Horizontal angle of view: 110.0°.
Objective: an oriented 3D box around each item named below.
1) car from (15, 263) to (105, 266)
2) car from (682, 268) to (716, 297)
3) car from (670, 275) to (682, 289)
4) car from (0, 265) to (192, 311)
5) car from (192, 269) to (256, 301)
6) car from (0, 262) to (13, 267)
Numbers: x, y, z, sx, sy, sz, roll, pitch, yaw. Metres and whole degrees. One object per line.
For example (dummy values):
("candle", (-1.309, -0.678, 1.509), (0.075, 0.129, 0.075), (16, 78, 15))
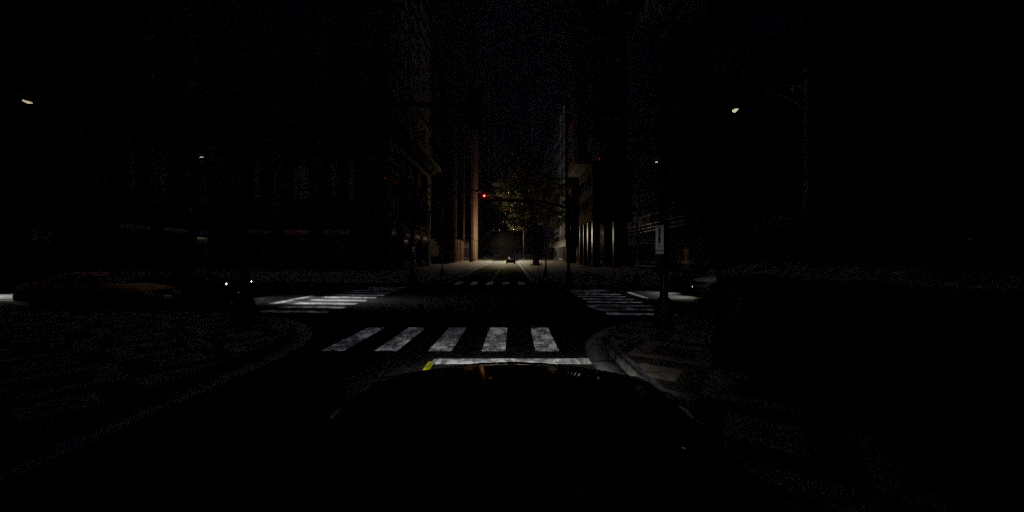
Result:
("car", (-26.375, 1.063, 21.643), (4.313, 1.339, 1.948), (0, 0, 0))
("car", (11.877, 1.355, 18.904), (4.674, 1.442, 1.812), (0, 0, 2))
("car", (11.860, 1.379, 21.551), (4.403, 1.370, 2.007), (0, 0, 0))
("car", (-14.975, 1.145, 13.090), (4.829, 1.417, 1.751), (0, 0, 0))
("car", (-14.115, 1.230, 15.748), (4.718, 1.301, 1.895), (1, 0, 0))
("car", (-26.180, 1.047, 15.777), (5.357, 1.411, 2.033), (1, 0, 0))
